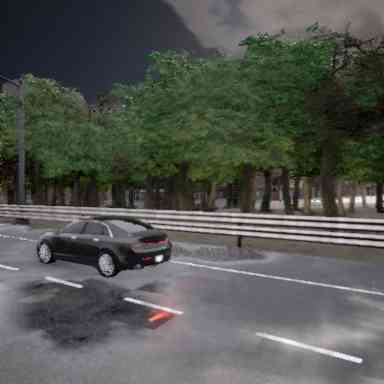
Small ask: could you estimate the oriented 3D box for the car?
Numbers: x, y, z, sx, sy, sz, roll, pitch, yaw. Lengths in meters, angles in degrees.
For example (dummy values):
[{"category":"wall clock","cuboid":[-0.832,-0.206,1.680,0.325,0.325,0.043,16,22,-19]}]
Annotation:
[{"category":"car","cuboid":[-2.840,1.514,10.202,4.892,1.490,1.837,0,0,36]}]
